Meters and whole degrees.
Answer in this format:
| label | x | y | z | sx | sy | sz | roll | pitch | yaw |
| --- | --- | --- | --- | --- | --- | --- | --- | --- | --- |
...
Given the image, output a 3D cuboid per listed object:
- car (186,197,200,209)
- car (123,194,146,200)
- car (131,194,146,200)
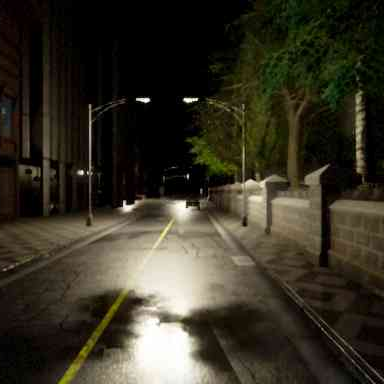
| label | x | y | z | sx | sy | sz | roll | pitch | yaw |
| --- | --- | --- | --- | --- | --- | --- | --- | --- | --- |
| car | 0.091 | 1.409 | 44.916 | 2.128 | 1.511 | 4.902 | 0 | 0 | 0 |
| car | -14.897 | 1.336 | 84.148 | 5.009 | 1.841 | 2.192 | -1 | 1 | 0 |
| car | -14.881 | 1.415 | 92.675 | 4.097 | 1.590 | 1.967 | -1 | 1 | 0 |
